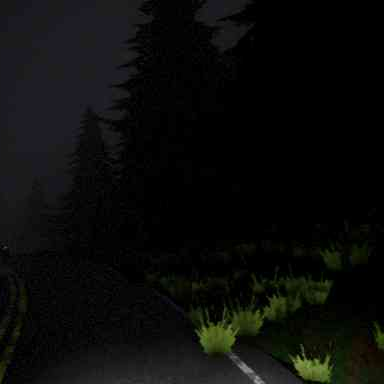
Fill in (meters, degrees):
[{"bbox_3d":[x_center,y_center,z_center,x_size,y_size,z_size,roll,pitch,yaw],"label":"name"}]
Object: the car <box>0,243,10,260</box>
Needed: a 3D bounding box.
[{"bbox_3d":[-14.431,4.277,23.678,1.994,1.385,4.181,0,-9,-41],"label":"car"}]
